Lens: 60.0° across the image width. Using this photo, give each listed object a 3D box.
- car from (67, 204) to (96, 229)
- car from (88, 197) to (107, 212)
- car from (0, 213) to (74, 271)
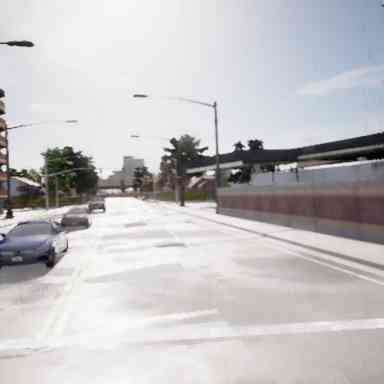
[{"bbox_3d":[-8.487,1.898,24.764,1.812,1.442,4.674,-2,0,-12],"label":"car"},{"bbox_3d":[-13.264,1.798,46.919,2.150,2.045,5.566,-2,0,-12],"label":"car"},{"bbox_3d":[-5.760,1.784,12.285,1.812,1.442,4.674,-2,0,-12],"label":"car"}]
